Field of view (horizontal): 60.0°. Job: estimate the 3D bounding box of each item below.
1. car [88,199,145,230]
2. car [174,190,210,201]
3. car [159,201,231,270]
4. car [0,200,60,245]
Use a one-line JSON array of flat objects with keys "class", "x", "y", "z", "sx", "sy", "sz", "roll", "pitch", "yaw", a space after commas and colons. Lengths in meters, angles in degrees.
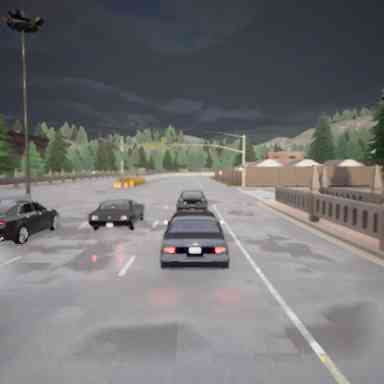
[{"class": "car", "x": -3.471, "y": 0.972, "z": 16.227, "sx": 1.895, "sy": 1.301, "sz": 4.718, "roll": 0, "pitch": 4, "yaw": 0}, {"class": "car", "x": 0.010, "y": 0.630, "z": 20.022, "sx": 1.837, "sy": 1.490, "sz": 4.892, "roll": 0, "pitch": 4, "yaw": 0}, {"class": "car", "x": 0.058, "y": 1.277, "z": 10.205, "sx": 2.033, "sy": 1.411, "sz": 5.357, "roll": 0, "pitch": 3, "yaw": 0}, {"class": "car", "x": -6.956, "y": 1.067, "z": 13.287, "sx": 1.837, "sy": 1.490, "sz": 4.892, "roll": 0, "pitch": 4, "yaw": 0}]
